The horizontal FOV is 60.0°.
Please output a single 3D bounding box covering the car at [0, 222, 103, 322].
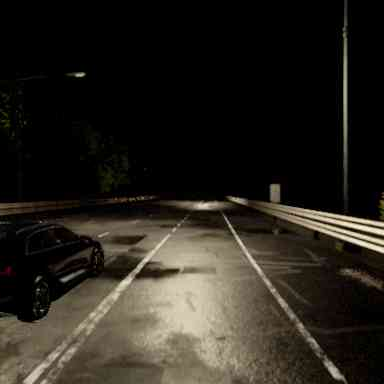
[{"bbox_3d":[-3.508,1.448,7.300,2.033,1.649,4.856,0,0,3],"label":"car"}]
